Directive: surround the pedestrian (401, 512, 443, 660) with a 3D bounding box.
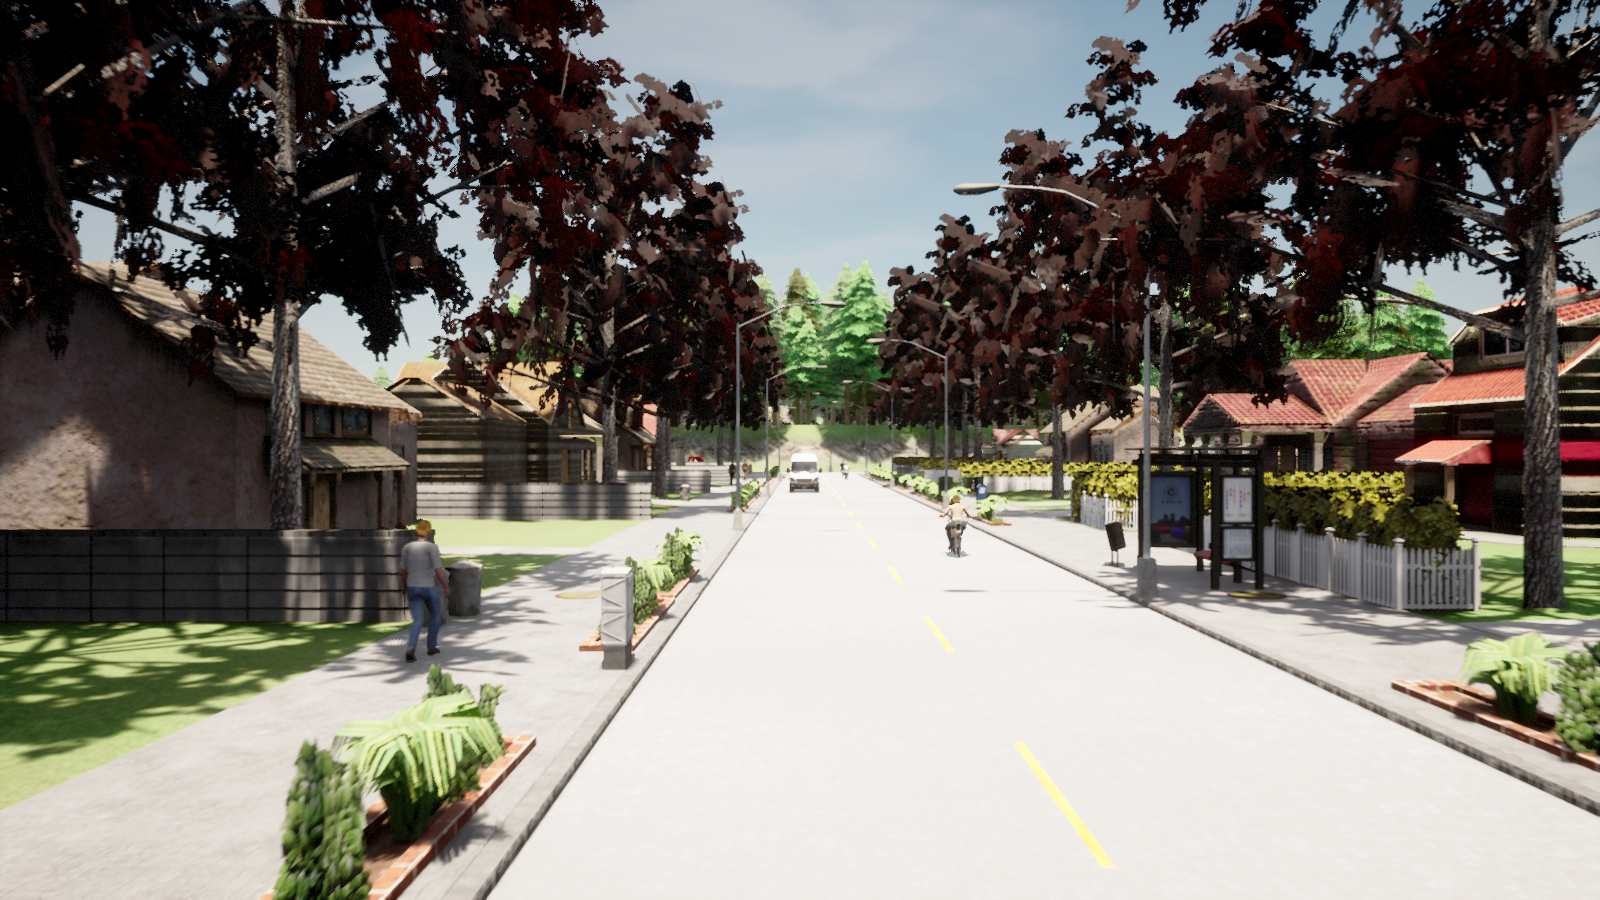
[{"bbox_3d":[-4.862,1.740,14.710,0.375,1.860,0.375,0,0,9],"label":"pedestrian"}]

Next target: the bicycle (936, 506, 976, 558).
[{"bbox_3d":[4.133,2.153,30.297,0.859,1.276,1.487,0,0,0],"label":"bicycle"}]

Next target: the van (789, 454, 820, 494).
[{"bbox_3d":[0.283,1.522,75.618,1.988,2.561,5.915,0,0,0],"label":"van"}]
